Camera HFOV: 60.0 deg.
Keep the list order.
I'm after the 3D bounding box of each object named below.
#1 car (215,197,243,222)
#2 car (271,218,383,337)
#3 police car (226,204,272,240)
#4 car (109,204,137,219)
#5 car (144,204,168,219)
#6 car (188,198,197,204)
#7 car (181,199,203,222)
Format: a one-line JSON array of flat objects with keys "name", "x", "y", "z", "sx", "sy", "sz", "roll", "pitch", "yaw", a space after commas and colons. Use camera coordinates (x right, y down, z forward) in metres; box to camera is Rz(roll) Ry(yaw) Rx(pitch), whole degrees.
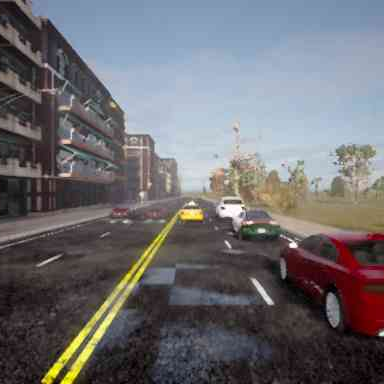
[{"name": "car", "x": 3.257, "y": 1.456, "z": 28.976, "sx": 2.150, "sy": 2.045, "sz": 5.566, "roll": 0, "pitch": 0, "yaw": 0}, {"name": "car", "x": 3.251, "y": 1.534, "z": 6.944, "sx": 1.882, "sy": 1.535, "sz": 5.008, "roll": 0, "pitch": 0, "yaw": 0}, {"name": "police car", "x": 3.254, "y": 1.650, "z": 17.944, "sx": 2.038, "sy": 1.542, "sz": 4.974, "roll": 0, "pitch": 0, "yaw": 0}, {"name": "car", "x": -6.587, "y": 1.825, "z": 32.125, "sx": 1.994, "sy": 1.385, "sz": 4.181, "roll": 0, "pitch": 0, "yaw": 0}, {"name": "car", "x": -3.338, "y": 1.821, "z": 31.717, "sx": 1.994, "sy": 1.385, "sz": 4.181, "roll": 0, "pitch": 0, "yaw": 0}, {"name": "car", "x": 0.019, "y": 2.211, "z": 82.380, "sx": 2.128, "sy": 1.511, "sz": 4.902, "roll": 0, "pitch": -1, "yaw": 0}, {"name": "car", "x": -0.015, "y": 1.685, "z": 28.390, "sx": 1.801, "sy": 1.575, "sz": 5.366, "roll": 0, "pitch": -1, "yaw": 0}]
